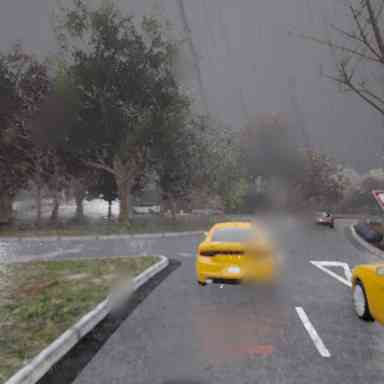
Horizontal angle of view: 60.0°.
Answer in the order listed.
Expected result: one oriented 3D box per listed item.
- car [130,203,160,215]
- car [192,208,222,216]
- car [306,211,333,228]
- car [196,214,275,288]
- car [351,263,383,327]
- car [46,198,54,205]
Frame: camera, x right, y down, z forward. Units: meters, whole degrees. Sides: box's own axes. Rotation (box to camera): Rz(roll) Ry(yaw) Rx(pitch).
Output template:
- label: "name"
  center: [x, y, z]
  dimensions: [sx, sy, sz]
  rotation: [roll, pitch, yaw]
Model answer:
- label: "car"
  center: [-7.481, 2.787, 54.558]
  dimensions: [5.566, 2.045, 2.150]
  rotation: [-1, -2, 23]
- label: "car"
  center: [2.336, 3.146, 53.340]
  dimensions: [4.718, 1.301, 1.895]
  rotation: [-1, -2, 38]
- label: "car"
  center: [10.900, 2.290, 28.563]
  dimensions: [1.994, 1.385, 4.181]
  rotation: [0, -2, 17]
- label: "car"
  center: [1.318, 1.640, 9.864]
  dimensions: [1.882, 1.535, 5.008]
  rotation: [0, -1, 9]
- label: "car"
  center: [3.835, 1.540, 4.427]
  dimensions: [1.882, 1.535, 5.008]
  rotation: [0, -1, 5]
- label: "car"
  center: [-35.112, 2.557, 82.708]
  dimensions: [1.946, 1.575, 5.366]
  rotation: [1, 1, -14]
